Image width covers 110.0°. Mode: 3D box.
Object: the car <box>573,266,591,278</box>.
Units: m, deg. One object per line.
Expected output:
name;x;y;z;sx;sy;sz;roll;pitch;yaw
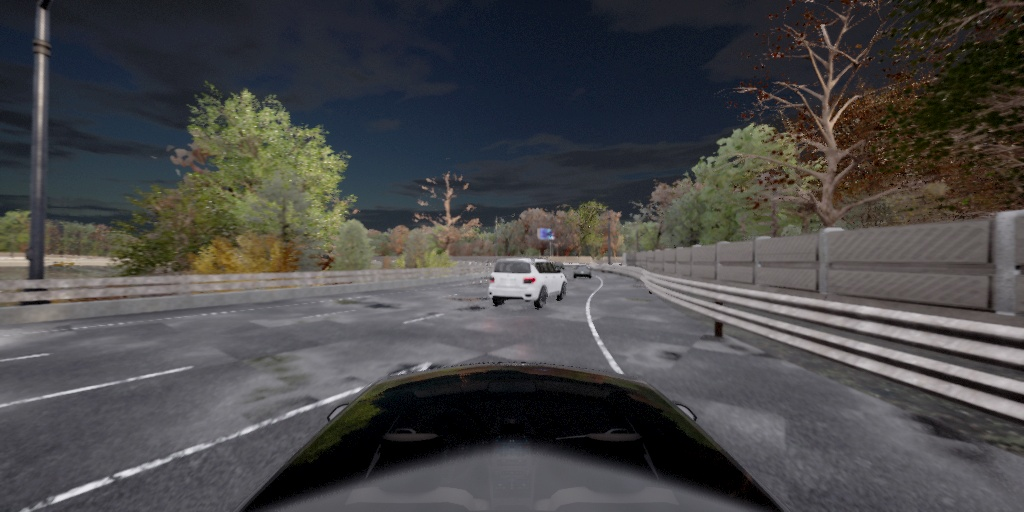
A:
car;8.180;1.823;42.060;1.994;1.385;4.181;0;-1;9

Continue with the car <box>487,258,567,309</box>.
car;0.874;1.139;16.361;2.150;2.045;5.566;1;-1;23
